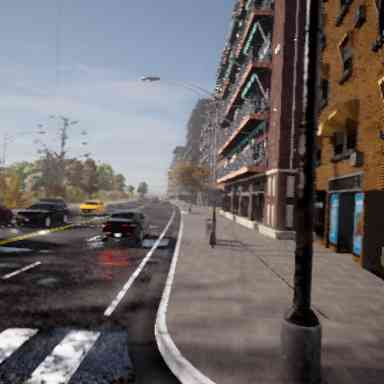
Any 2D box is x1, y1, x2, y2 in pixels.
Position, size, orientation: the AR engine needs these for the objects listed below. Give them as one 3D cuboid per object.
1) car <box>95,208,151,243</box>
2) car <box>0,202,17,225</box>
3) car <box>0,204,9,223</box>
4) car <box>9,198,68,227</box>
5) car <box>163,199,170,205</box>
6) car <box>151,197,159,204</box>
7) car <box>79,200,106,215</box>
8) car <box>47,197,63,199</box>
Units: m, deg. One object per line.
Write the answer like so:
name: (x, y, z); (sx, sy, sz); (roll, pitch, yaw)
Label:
car: (-3.345, 1.702, 17.343); (1.837, 1.490, 4.892); (3, -1, -1)
car: (-13.254, 1.364, 21.232); (1.994, 1.385, 4.181); (3, -1, -1)
car: (-9.847, 1.043, 12.739); (2.150, 2.045, 5.566); (3, -1, 1)
car: (-10.033, 1.448, 22.616); (1.882, 1.535, 5.008); (3, -1, -1)
car: (-7.014, 2.880, 92.685); (1.895, 1.301, 4.718); (3, -1, -5)
car: (-10.192, 2.347, 91.938); (2.150, 2.045, 5.566); (3, -1, -5)
car: (-10.320, 1.630, 34.839); (1.882, 1.535, 5.008); (3, -1, -1)
car: (-13.475, 1.306, 31.509); (2.097, 1.767, 4.553); (3, -1, -2)
